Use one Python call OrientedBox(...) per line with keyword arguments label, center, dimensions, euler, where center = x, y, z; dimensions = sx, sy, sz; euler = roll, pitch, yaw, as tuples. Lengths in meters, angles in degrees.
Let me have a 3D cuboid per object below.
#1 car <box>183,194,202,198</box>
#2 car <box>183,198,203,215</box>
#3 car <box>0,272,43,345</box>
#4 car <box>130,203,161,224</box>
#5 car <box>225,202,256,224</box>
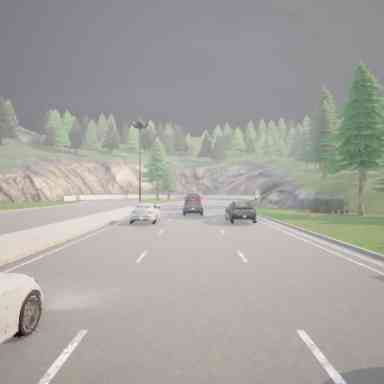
OrientedBox(label="car", center=(0.093, 1.222, 43.198), dimensions=(2.150, 2.045, 5.566), euler=(0, 0, 0))
OrientedBox(label="car", center=(0.097, 1.564, 33.580), dimensions=(1.994, 1.385, 4.181), euler=(0, 0, 0))
OrientedBox(label="car", center=(-3.403, 1.526, 3.659), dimensions=(1.812, 1.442, 4.674), euler=(0, 0, 0))
OrientedBox(label="car", center=(-3.399, 1.526, 24.739), dimensions=(1.812, 1.442, 4.674), euler=(0, 0, 0))
OrientedBox(label="car", center=(3.600, 1.489, 25.121), dimensions=(2.128, 1.511, 4.902), euler=(0, 0, 0))
